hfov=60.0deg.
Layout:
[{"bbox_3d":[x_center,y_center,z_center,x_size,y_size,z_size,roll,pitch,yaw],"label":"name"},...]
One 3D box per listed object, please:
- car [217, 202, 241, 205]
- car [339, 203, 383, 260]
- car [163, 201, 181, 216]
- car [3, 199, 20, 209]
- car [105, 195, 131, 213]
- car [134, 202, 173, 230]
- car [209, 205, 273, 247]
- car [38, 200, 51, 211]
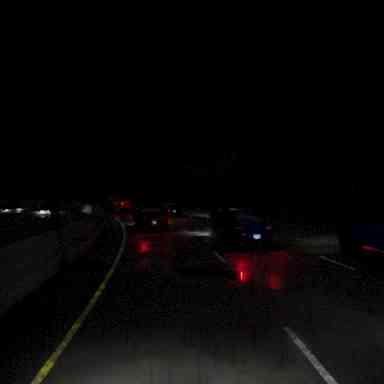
[{"bbox_3d":[2.923,1.537,27.692,2.128,1.511,4.902,0,0,-16],"label":"car"},{"bbox_3d":[6.452,1.220,9.447,2.150,2.045,5.566,0,0,-5],"label":"car"},{"bbox_3d":[-2.382,1.610,32.895,1.812,1.442,4.674,0,0,-19],"label":"car"},{"bbox_3d":[-27.540,1.789,50.813,1.882,1.535,5.008,0,0,-35],"label":"car"},{"bbox_3d":[-8.960,1.363,39.918,2.150,2.045,5.566,0,0,-25],"label":"car"},{"bbox_3d":[-2.696,1.590,21.512,1.812,1.442,4.674,0,0,-13],"label":"car"},{"bbox_3d":[2.154,1.553,15.149,1.812,1.442,4.674,0,0,-9],"label":"car"},{"bbox_3d":[-19.420,1.793,44.588,1.994,1.385,4.181,0,0,-30],"label":"car"}]
